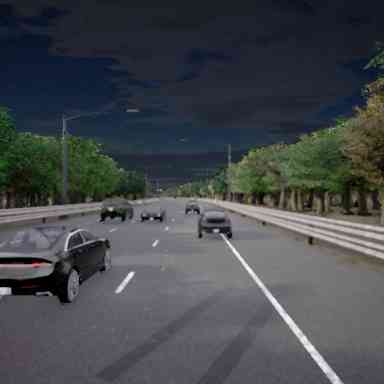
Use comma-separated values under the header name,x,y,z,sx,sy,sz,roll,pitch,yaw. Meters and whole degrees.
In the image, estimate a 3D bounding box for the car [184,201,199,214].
name,x,y,z,sx,sy,sz,roll,pitch,yaw
car,0.071,2.091,44.623,1.837,1.490,4.892,0,-1,1

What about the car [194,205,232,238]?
name,x,y,z,sx,sy,sz,roll,pitch,yaw
car,1.229,1.760,19.346,1.837,1.490,4.892,0,-1,0

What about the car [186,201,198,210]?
name,x,y,z,sx,sy,sz,roll,pitch,yaw
car,0.012,2.248,56.446,1.837,1.490,4.892,0,-1,0

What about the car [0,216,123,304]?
name,x,y,z,sx,sy,sz,roll,pitch,yaw
car,-3.398,1.603,8.415,2.128,1.511,4.902,0,-1,0

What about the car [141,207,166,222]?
name,x,y,z,sx,sy,sz,roll,pitch,yaw
car,-3.393,1.996,30.154,1.895,1.301,4.718,0,-1,0

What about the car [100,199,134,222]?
name,x,y,z,sx,sy,sz,roll,pitch,yaw
car,-6.893,1.627,30.946,2.150,2.045,5.566,0,-1,0
